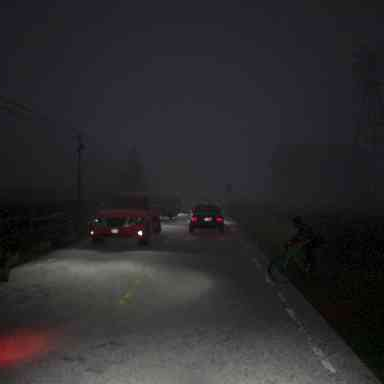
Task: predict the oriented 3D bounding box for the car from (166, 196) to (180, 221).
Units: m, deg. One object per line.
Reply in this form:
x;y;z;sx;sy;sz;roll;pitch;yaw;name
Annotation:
-2.224;1.159;25.138;1.882;1.535;5.008;1;0;2;car

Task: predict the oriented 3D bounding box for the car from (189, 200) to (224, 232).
0.828;1.392;18.887;2.033;1.411;5.357;1;1;2;car

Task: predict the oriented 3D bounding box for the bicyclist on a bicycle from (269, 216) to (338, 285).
2.655;1.409;7.918;1.656;1.620;0.582;0;0;2;bicyclist on a bicycle

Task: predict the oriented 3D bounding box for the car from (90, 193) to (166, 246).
-2.723;1.069;14.938;2.150;2.045;5.566;1;0;2;car

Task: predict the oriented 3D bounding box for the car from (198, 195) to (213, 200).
1.792;1.168;43.564;1.812;1.442;4.674;1;1;2;car

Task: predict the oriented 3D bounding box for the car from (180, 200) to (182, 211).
-1.983;1.208;32.454;1.837;1.490;4.892;1;0;3;car
